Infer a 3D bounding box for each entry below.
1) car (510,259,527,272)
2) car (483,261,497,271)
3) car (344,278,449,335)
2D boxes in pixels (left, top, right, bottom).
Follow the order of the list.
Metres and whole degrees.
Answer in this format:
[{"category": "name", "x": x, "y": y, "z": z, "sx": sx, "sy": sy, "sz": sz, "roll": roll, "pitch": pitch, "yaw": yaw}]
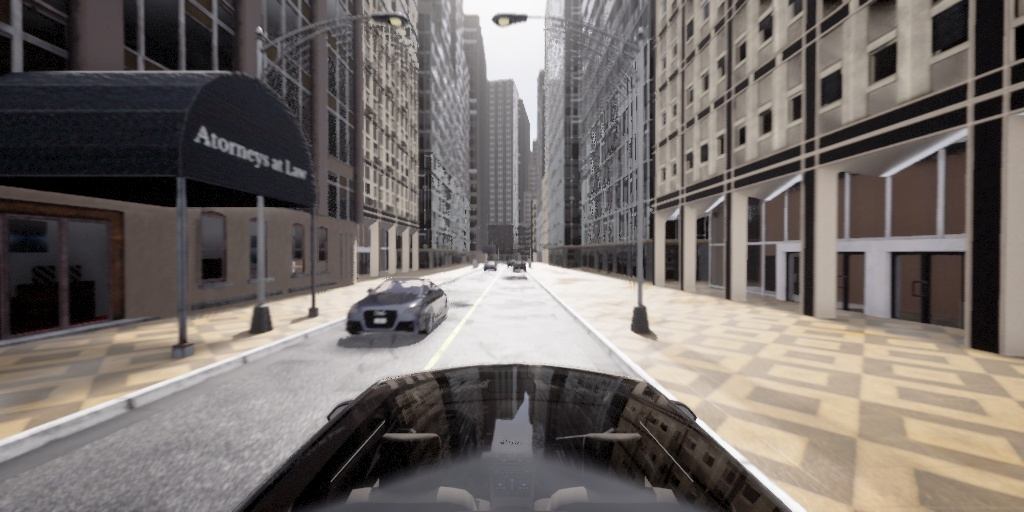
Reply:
[{"category": "car", "x": 1.046, "y": 1.395, "z": 49.936, "sx": 1.837, "sy": 1.490, "sz": 4.892, "roll": 0, "pitch": 0, "yaw": 0}, {"category": "car", "x": -3.076, "y": 1.443, "z": 51.739, "sx": 2.033, "sy": 1.411, "sz": 5.357, "roll": 0, "pitch": 0, "yaw": 0}, {"category": "car", "x": -3.102, "y": 1.336, "z": 10.422, "sx": 1.994, "sy": 1.385, "sz": 4.181, "roll": 0, "pitch": 0, "yaw": 0}]
